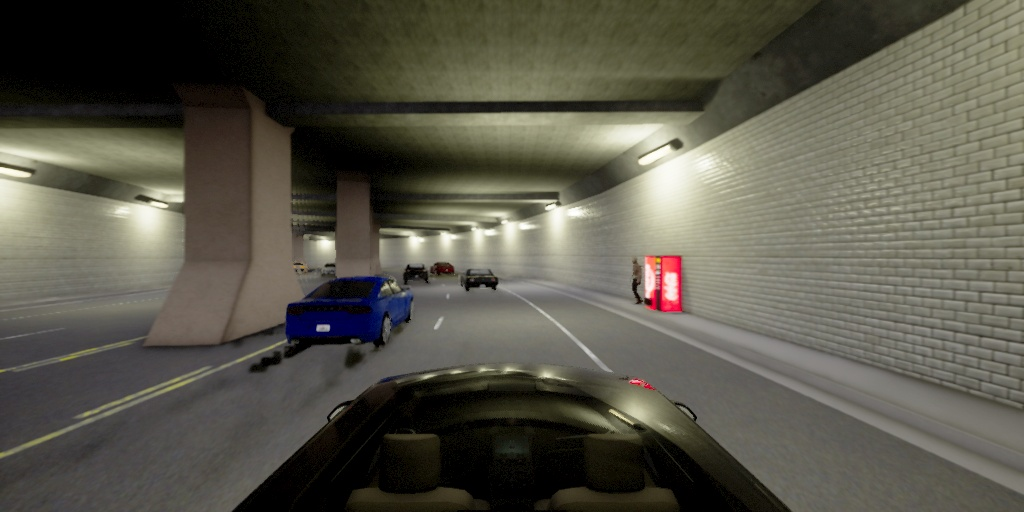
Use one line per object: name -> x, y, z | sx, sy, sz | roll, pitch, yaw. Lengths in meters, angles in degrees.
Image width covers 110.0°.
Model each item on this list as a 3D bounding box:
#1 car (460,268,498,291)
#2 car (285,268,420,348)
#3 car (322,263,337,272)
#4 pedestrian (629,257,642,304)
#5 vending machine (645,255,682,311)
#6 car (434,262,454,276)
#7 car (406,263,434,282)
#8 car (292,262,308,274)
car -> -2.205, 1.429, 22.695 | 1.895, 1.301, 4.718 | 0, 0, -13
car -> -3.888, 1.259, 9.455 | 1.882, 1.535, 5.008 | 0, 0, -5
car -> -19.092, 1.427, 38.102 | 1.812, 1.442, 4.674 | 0, 0, -26
pedestrian -> 4.765, 0.910, 13.664 | 0.375, 1.860, 0.375 | 0, 0, -7
vending machine -> 5.300, 0.960, 12.604 | 1.100, 2.100, 0.880 | 0, 0, -6
car -> -7.836, 1.359, 39.723 | 1.882, 1.535, 5.008 | 0, 0, -25
car -> -7.952, 1.339, 29.490 | 2.128, 1.511, 4.902 | 0, 0, -18
car -> -25.902, 1.412, 43.110 | 1.882, 1.535, 5.008 | 0, -1, -37
